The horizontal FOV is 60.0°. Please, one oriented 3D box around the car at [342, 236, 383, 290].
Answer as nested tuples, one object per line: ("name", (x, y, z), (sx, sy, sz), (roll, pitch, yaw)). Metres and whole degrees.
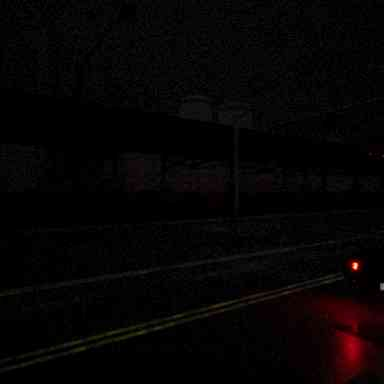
("car", (5.658, 1.593, 7.808), (4.718, 1.301, 1.895), (0, 0, -35))
